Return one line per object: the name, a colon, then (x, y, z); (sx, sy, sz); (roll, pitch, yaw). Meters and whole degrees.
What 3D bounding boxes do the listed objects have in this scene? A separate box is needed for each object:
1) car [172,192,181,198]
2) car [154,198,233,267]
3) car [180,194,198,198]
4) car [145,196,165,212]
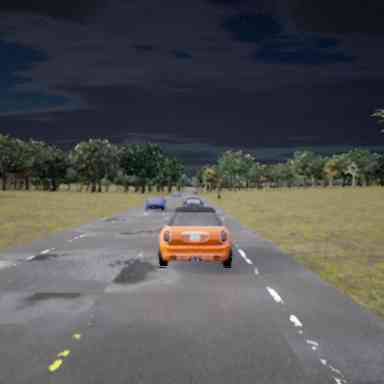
car: (-3.488, 0.653, 74.778); (1.882, 1.535, 5.008); (0, 1, 0)
car: (0.092, 1.244, 11.158); (2.097, 1.767, 4.553); (0, 1, 0)
car: (0.102, 1.232, 29.769); (1.812, 1.442, 4.674); (0, 1, 0)
car: (-3.589, 1.143, 33.776); (1.882, 1.535, 5.008); (0, 1, 0)
